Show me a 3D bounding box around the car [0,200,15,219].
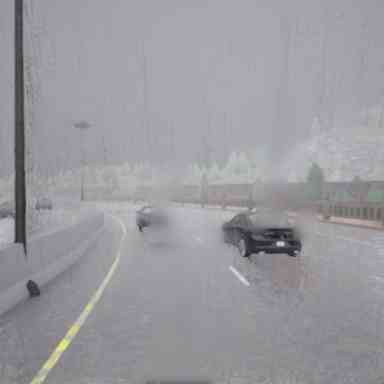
[{"bbox_3d":[-16.791,1.549,31.067,2.097,1.767,4.553,0,0,-22],"label":"car"}]

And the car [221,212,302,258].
[{"bbox_3d":[2.471,1.494,12.962,1.882,1.535,5.008,0,0,-8],"label":"car"}]

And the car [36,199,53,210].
[{"bbox_3d":[-21.138,1.779,47.556,1.837,1.490,4.892,0,0,-32],"label":"car"}]

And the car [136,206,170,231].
[{"bbox_3d":[-2.543,1.590,21.084,1.812,1.442,4.674,0,0,-12],"label":"car"}]
